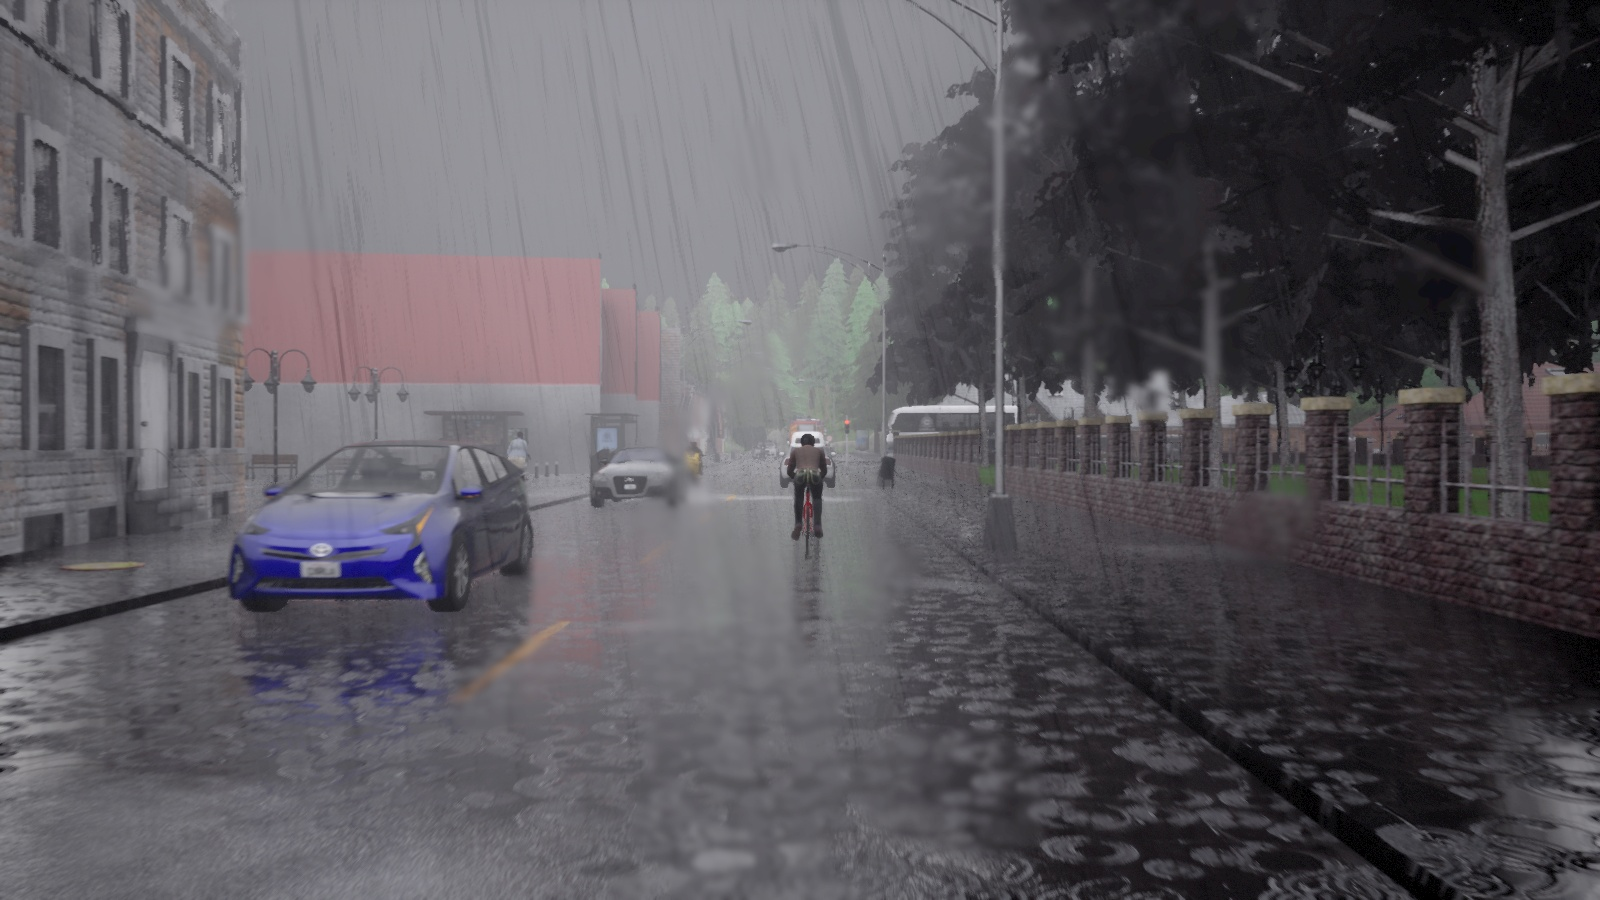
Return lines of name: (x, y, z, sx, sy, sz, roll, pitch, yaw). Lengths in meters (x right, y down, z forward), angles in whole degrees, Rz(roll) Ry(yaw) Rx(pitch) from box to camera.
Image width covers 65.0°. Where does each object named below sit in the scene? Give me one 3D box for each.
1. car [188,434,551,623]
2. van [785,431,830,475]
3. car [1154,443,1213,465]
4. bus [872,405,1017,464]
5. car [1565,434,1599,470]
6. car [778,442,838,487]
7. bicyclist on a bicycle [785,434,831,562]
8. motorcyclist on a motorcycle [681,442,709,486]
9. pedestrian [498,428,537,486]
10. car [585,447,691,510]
car: (-3.918, 0.620, 12.373, 2.007, 1.525, 4.514, 0, 0, 0)
van: (0.376, 0.131, 60.232, 2.069, 2.038, 4.480, 0, 0, 1)
car: (27.106, 0.282, 88.819, 3.633, 1.501, 1.845, 0, 0, -1)
bus: (10.565, -1.145, 92.984, 10.273, 4.253, 3.944, 0, 0, 0)
car: (45.690, 0.106, 70.297, 2.150, 2.045, 5.566, 0, 0, -2)
car: (0.265, 0.468, 43.356, 1.970, 1.475, 3.806, 0, 0, 0)
bicyclist on a bicycle: (0.105, 0.605, 16.665, 0.582, 1.620, 1.656, 0, 0, 0)
motorcyclist on a motorcycle: (-3.726, 0.474, 44.683, 0.797, 1.523, 2.044, 0, 0, 0)
pedestrian: (-9.248, 0.217, 41.136, 0.874, 1.855, 0.900, 0, 0, 20)
car: (-3.822, 0.637, 30.249, 1.994, 1.385, 4.181, 0, 0, 0)
